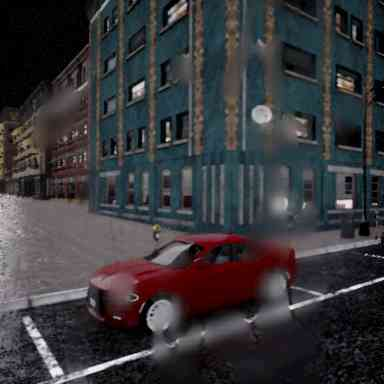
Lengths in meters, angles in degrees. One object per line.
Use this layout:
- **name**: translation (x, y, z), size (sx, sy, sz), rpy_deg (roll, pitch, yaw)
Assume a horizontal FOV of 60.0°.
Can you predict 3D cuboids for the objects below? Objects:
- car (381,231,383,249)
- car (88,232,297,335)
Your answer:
- **car**: translation (9.218, 1.573, 13.119), size (4.313, 1.339, 1.947), rpy_deg (0, 0, -35)
- **car**: translation (0.222, 1.547, 6.707), size (4.507, 1.381, 1.887), rpy_deg (0, 0, -35)
